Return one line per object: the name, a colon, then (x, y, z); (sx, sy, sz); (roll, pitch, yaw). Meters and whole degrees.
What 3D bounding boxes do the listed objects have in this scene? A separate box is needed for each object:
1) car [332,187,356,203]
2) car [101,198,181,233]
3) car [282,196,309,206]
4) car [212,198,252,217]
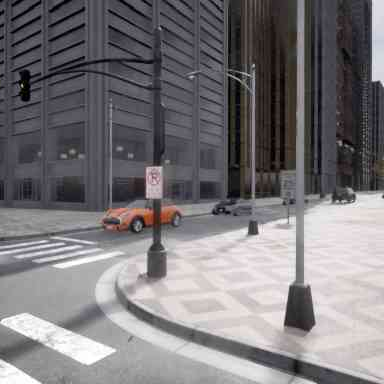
car: (20.210, 0.413, 44.134); (2.150, 2.045, 5.566); (0, 1, 36)
car: (-2.617, 1.094, 17.880); (2.097, 1.767, 4.553); (0, 1, 37)
car: (11.825, 0.899, 37.911); (1.994, 1.385, 4.181); (0, 1, 36)
car: (3.294, 1.136, 26.053); (1.994, 1.385, 4.181); (0, 1, 36)
